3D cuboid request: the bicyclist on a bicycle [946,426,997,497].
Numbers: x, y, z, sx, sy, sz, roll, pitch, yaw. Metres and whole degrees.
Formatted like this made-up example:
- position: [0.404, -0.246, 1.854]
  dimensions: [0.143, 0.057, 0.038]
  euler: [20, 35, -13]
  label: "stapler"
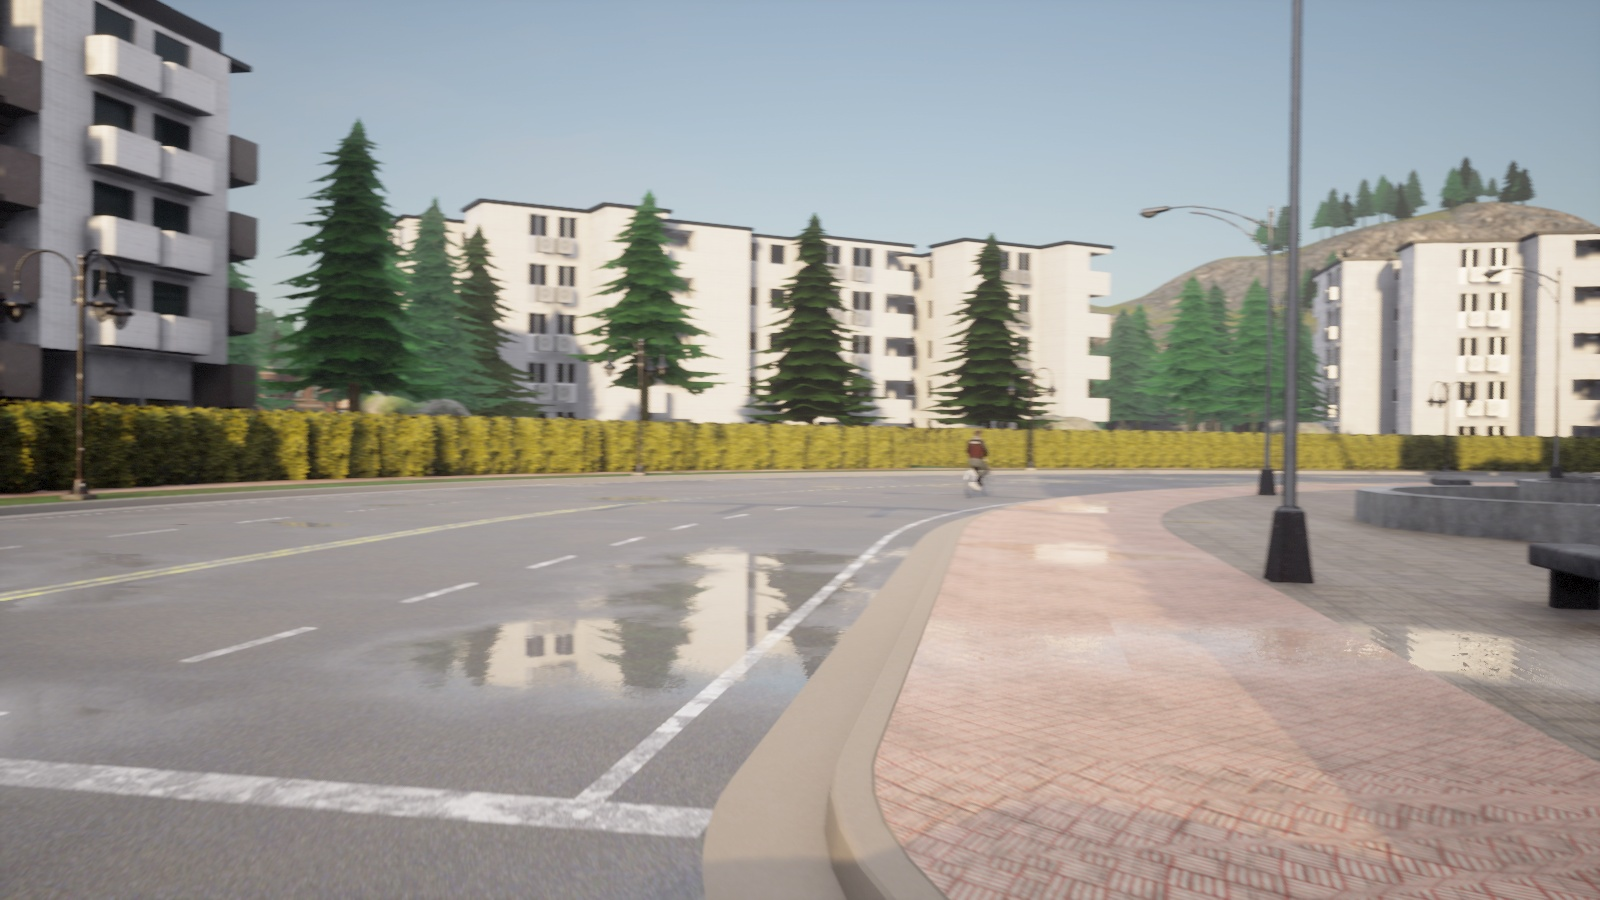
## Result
- position: [4.447, 0.276, 32.463]
  dimensions: [0.659, 1.776, 1.843]
  euler: [0, 1, 30]
  label: "bicyclist on a bicycle"
